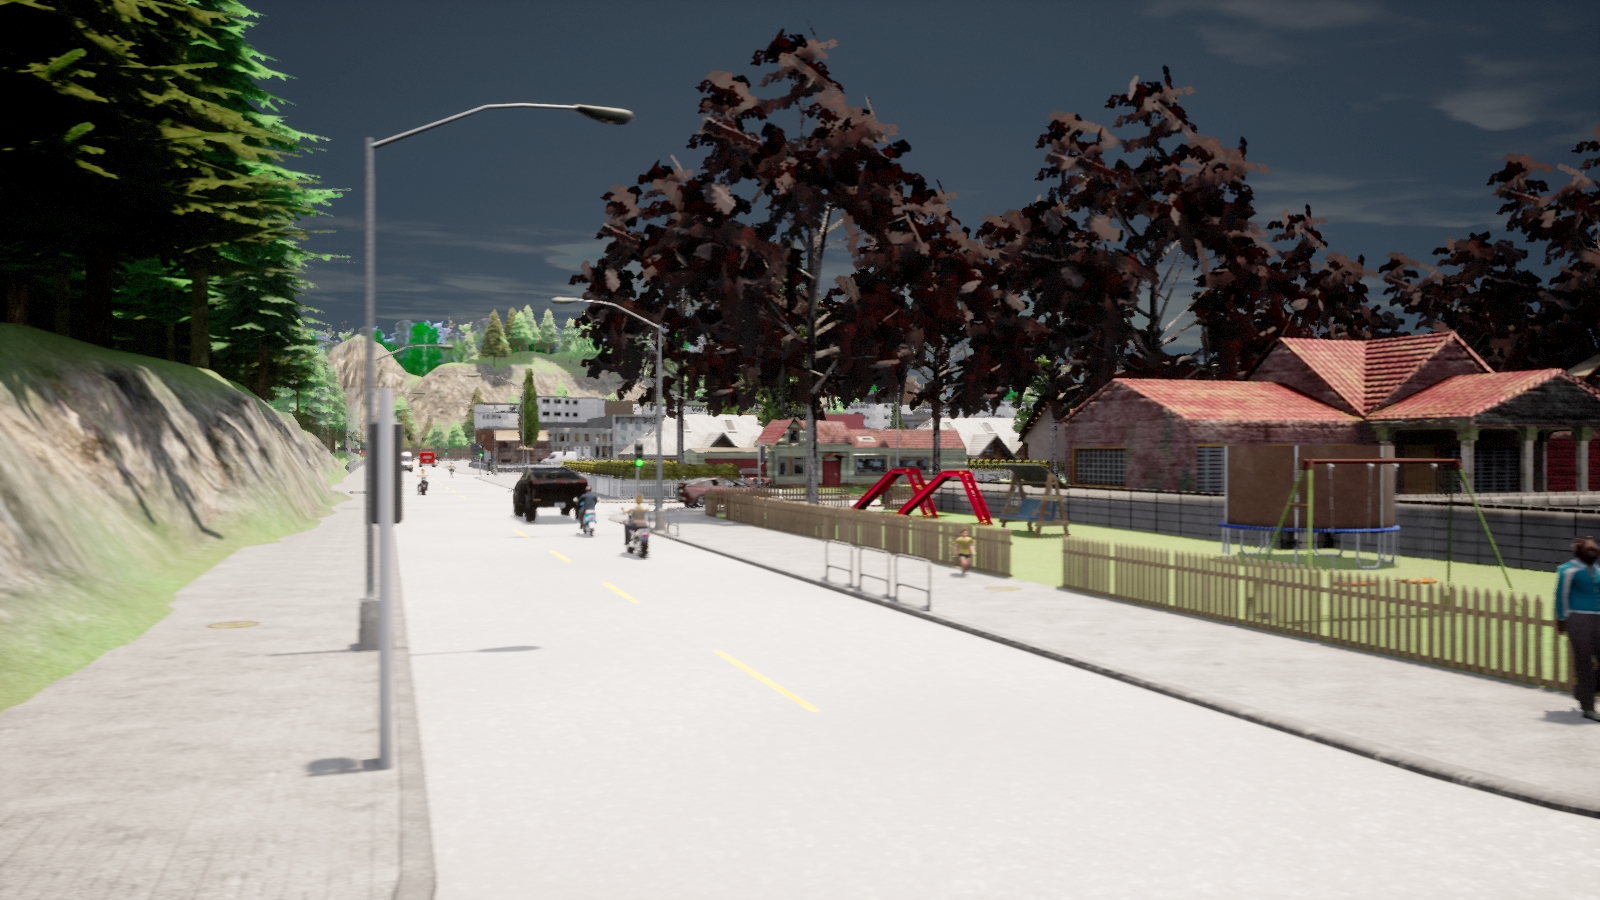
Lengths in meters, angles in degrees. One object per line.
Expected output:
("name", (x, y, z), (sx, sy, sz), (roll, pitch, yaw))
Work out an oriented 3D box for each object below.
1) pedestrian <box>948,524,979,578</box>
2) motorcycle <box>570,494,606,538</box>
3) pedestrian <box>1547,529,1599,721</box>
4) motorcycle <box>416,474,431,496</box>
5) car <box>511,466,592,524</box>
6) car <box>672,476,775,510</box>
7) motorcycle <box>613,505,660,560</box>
("pedestrian", (3.457, 2.126, 24.171), (0.500, 1.100, 0.500), (0, 0, -12))
("motorcycle", (-6.965, 2.143, 37.468), (0.856, 1.316, 1.805), (0, 0, -20))
("pedestrian", (7.841, 1.746, 11.511), (0.375, 1.860, 0.375), (0, 0, -12))
("motorcycle", (-23.406, 2.155, 71.014), (0.764, 1.307, 2.356), (0, 0, -20))
("car", (-10.187, 1.753, 46.361), (2.390, 2.098, 6.274), (0, 0, -20))
("car", (-3.697, 2.040, 55.127), (4.514, 1.525, 2.007), (0, 0, -25))
("motorcycle", (-4.355, 2.155, 30.358), (0.764, 1.307, 2.356), (0, 0, -20))
